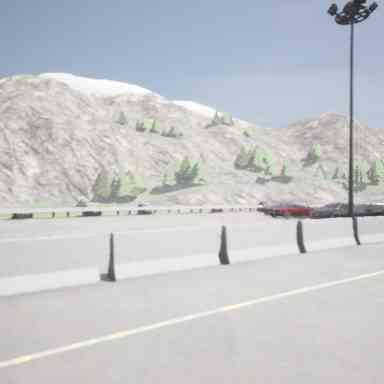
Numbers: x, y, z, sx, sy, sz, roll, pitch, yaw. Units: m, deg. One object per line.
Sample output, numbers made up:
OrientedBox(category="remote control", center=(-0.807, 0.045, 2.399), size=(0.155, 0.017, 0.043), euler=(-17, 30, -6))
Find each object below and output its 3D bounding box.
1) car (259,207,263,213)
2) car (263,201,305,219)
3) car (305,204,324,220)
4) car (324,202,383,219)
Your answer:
OrientedBox(category="car", center=(9.403, 1.611, 33.653), size=(5.357, 1.411, 2.033), euler=(0, 0, -26))
OrientedBox(category="car", center=(9.029, 1.661, 29.537), size=(4.718, 1.301, 1.895), euler=(0, 0, -27))
OrientedBox(category="car", center=(11.917, 1.586, 27.088), size=(4.892, 1.490, 1.837), euler=(1, 0, -26))
OrientedBox(category="car", center=(11.939, 1.557, 23.164), size=(5.008, 1.535, 1.882), euler=(0, 0, -27))
